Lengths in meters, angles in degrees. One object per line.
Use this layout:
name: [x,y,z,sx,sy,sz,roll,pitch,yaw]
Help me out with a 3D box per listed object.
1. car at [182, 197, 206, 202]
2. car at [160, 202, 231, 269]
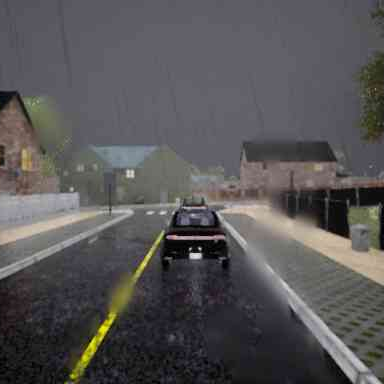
car: [0.149,1.071,21.660,2.128,1.511,4.902,0,1,2]
car: [0.097,1.285,10.421,2.128,1.511,4.902,0,1,0]
